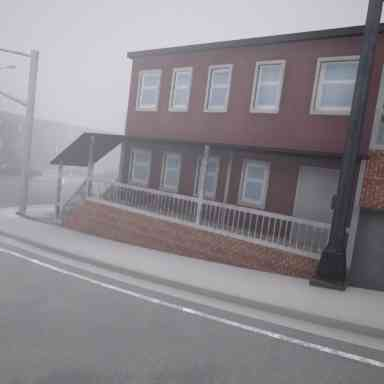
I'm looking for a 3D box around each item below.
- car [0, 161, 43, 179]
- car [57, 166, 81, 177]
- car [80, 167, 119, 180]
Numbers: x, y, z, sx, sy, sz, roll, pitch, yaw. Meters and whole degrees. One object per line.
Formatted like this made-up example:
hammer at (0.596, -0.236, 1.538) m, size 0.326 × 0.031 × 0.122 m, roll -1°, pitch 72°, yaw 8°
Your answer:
car at (-17.495, -2.154, 32.502) m, size 2.033 × 1.411 × 5.357 m, roll 11°, pitch 6°, yaw 37°
car at (-14.647, -2.724, 42.371) m, size 1.837 × 1.490 × 4.892 m, roll 11°, pitch 6°, yaw 35°
car at (-10.784, -2.150, 41.833) m, size 2.033 × 1.411 × 5.357 m, roll 11°, pitch 6°, yaw 35°
